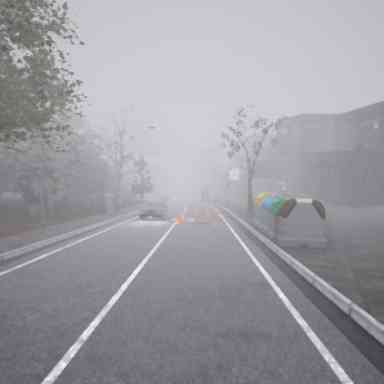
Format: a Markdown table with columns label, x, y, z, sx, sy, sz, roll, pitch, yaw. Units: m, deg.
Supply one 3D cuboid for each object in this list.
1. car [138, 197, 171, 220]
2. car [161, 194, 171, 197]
| label | x | y | z | sx | sy | sz | roll | pitch | yaw |
| --- | --- | --- | --- | --- | --- | --- | --- | --- | --- |
| car | -2.869 | 1.372 | 26.202 | 2.033 | 1.411 | 5.357 | 0 | 0 | 2 |
| car | -5.364 | 1.165 | 67.268 | 2.033 | 1.411 | 5.357 | -1 | 0 | -11 |
